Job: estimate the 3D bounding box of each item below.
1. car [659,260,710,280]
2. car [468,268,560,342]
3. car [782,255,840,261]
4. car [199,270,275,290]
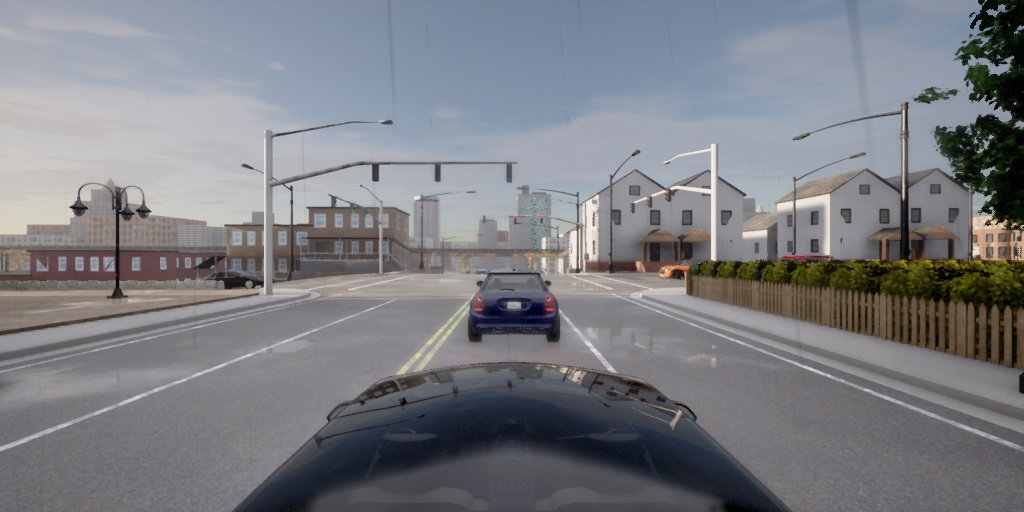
[{"bbox_3d":[15.168,1.101,31.052,4.553,1.767,2.097,0,0,-1],"label":"car"},{"bbox_3d":[0.056,1.102,9.967,2.097,1.767,4.553,0,0,0],"label":"car"},{"bbox_3d":[23.527,0.971,27.474,5.566,2.045,2.150,0,0,-1],"label":"car"},{"bbox_3d":[-20.506,1.789,26.777,4.892,1.490,1.837,-5,0,-1],"label":"car"}]
